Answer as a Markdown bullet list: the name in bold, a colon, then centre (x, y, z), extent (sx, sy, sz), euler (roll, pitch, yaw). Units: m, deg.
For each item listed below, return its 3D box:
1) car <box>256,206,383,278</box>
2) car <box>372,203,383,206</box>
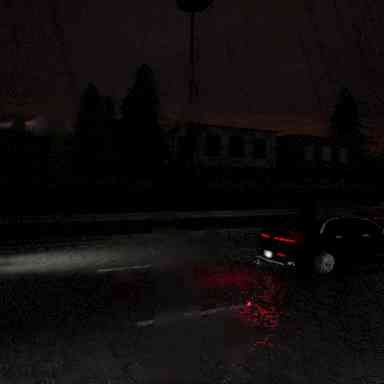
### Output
- **car**: centre (4.116, 1.316, 9.420), extent (4.892, 1.490, 1.837), euler (0, 2, -25)
- **car**: centre (9.793, 1.248, 15.966), extent (4.674, 1.442, 1.812), euler (0, 2, -25)
